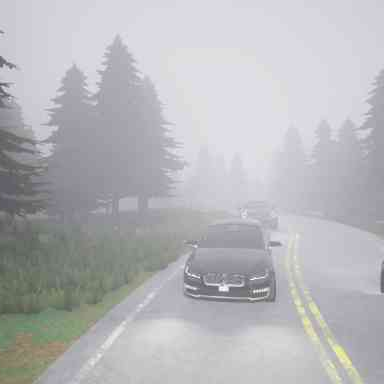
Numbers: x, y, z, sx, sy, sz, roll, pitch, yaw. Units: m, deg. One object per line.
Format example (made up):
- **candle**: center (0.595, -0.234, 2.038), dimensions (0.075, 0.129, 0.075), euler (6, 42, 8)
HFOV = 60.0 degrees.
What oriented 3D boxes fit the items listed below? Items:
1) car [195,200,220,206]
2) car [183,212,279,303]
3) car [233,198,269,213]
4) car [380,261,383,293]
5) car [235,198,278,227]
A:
- **car**: center (1.953, 1.799, 44.865), dimensions (1.812, 1.442, 4.674), euler (3, -5, -35)
- **car**: center (1.098, 1.496, 8.418), dimensions (1.837, 1.490, 4.892), euler (-1, 0, 13)
- **car**: center (6.230, 1.410, 35.736), dimensions (1.837, 1.490, 4.892), euler (2, -1, -16)
- **car**: center (4.497, 1.308, 4.645), dimensions (2.097, 1.767, 4.553), euler (-1, 0, 8)
- **car**: center (3.892, 1.270, 20.369), dimensions (2.097, 1.767, 4.553), euler (-1, 0, 5)
